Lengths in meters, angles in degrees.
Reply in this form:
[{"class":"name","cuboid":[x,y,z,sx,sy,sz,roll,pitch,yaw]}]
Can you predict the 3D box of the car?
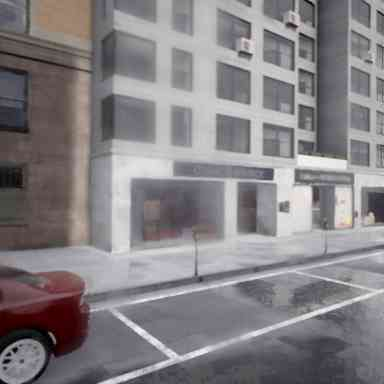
[{"class":"car","cuboid":[-3.464,1.537,3.718,4.507,1.381,1.887,1,0,-36]}]
